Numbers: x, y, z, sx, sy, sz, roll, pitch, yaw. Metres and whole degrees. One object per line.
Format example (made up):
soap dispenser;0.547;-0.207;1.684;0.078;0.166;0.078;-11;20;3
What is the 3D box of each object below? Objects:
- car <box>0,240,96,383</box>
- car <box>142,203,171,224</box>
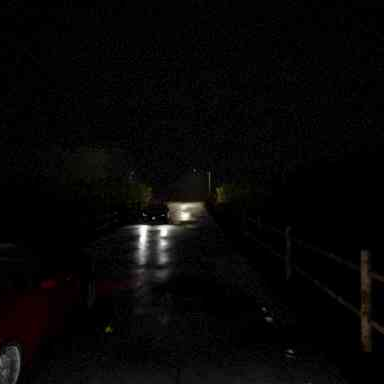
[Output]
car;-2.847;1.557;5.108;1.812;1.442;4.674;0;0;1
car;-2.723;1.641;26.142;1.837;1.490;4.892;0;-1;0
